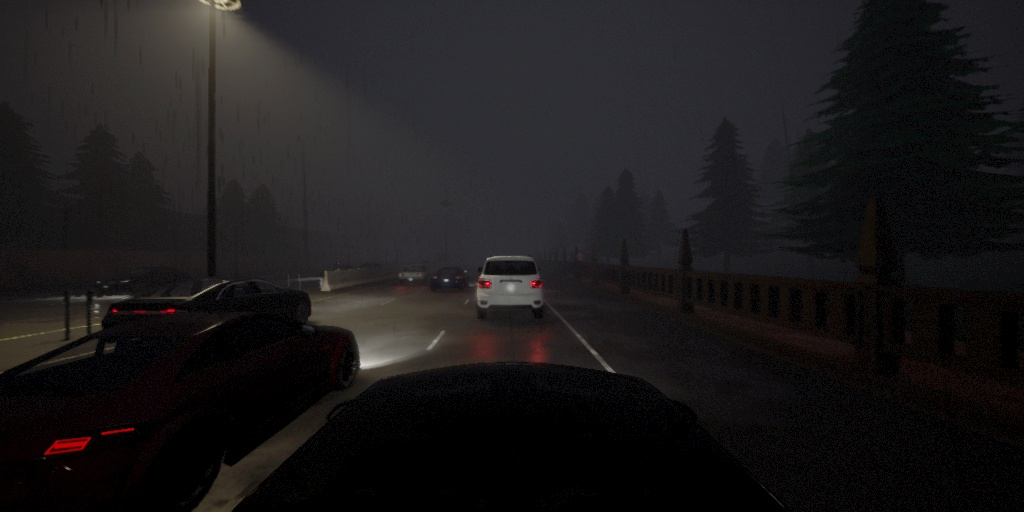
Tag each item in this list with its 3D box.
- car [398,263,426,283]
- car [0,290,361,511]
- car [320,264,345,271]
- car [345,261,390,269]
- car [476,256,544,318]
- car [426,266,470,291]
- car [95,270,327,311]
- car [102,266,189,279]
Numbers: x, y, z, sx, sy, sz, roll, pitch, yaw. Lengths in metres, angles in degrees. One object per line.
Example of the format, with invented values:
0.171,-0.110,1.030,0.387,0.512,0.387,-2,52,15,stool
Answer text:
-7.457,1.443,28.448,1.895,1.301,4.718,0,0,-1,car
-3.438,1.324,4.166,1.994,1.385,4.181,0,0,-1,car
-18.340,1.481,37.884,1.895,1.301,4.718,0,0,-1,car
-14.828,1.423,37.095,2.033,1.411,5.357,0,0,-1,car
-0.105,1.010,13.336,2.150,2.045,5.566,0,0,-1,car
-3.834,1.385,22.641,1.994,1.385,4.181,0,0,-1,car
-7.015,1.270,9.007,2.128,1.511,4.902,0,0,-1,car
-21.505,1.354,21.257,1.812,1.442,4.674,0,0,-1,car
